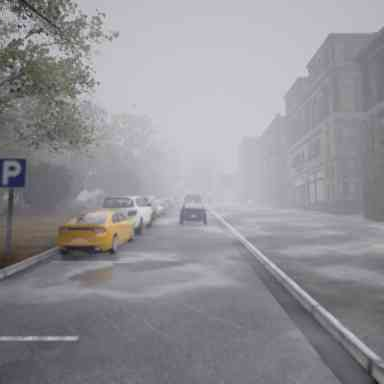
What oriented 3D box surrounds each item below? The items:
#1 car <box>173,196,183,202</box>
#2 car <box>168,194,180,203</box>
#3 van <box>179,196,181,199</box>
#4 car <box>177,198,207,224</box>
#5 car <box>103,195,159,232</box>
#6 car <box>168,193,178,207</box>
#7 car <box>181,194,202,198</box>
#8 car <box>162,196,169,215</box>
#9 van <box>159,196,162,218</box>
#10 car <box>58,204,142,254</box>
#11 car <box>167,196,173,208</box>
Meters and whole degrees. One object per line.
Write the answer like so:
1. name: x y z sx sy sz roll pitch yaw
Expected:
1. car: -3.659 1.819 85.971 2.163 1.488 4.792 1 -2 2
2. car: -3.674 1.383 69.237 2.185 1.767 4.553 0 0 2
3. van: -3.667 1.278 63.814 1.878 1.987 4.442 0 0 2
4. car: 0.094 1.475 24.906 1.882 1.535 5.008 0 0 0
5. car: -3.658 1.226 19.163 2.435 2.045 5.566 0 0 2
6. car: -3.668 1.364 46.954 2.185 1.767 4.553 0 0 2
7. car: 0.089 1.228 42.767 2.150 2.045 5.566 0 0 0
8. car: -3.654 1.475 30.459 1.946 1.575 5.366 0 0 2
9. van: -3.656 1.251 24.821 1.878 1.987 4.442 0 0 2
10. car: -3.657 1.478 13.558 2.097 1.535 5.008 0 0 2
11. car: -3.663 1.481 35.839 2.097 1.535 5.008 0 0 2
